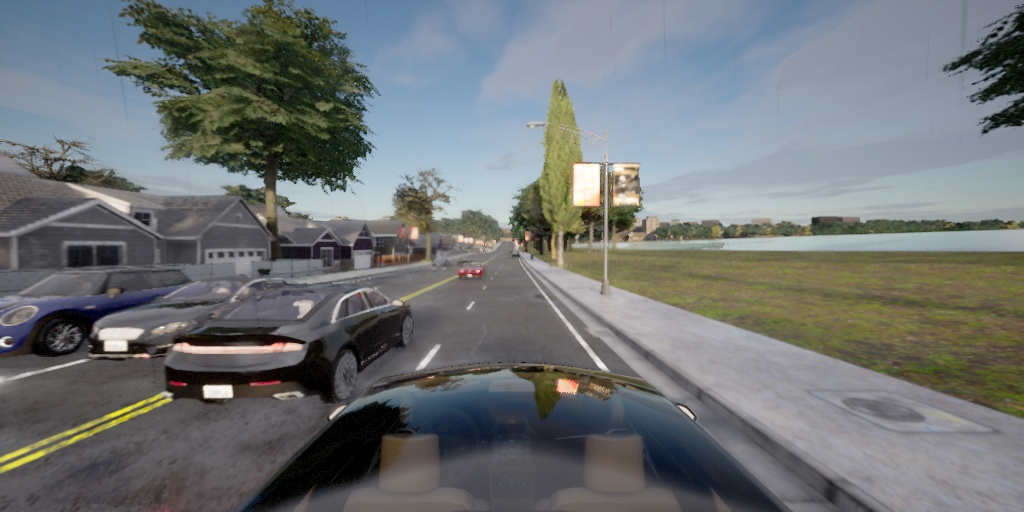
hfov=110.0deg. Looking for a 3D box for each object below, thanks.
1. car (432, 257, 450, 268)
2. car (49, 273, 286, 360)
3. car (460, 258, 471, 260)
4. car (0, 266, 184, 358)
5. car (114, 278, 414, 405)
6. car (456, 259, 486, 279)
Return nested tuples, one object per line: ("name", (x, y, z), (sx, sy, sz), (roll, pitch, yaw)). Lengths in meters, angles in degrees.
("car", (-9.827, 0.830, 50.011), (1.812, 1.442, 4.674), (0, 1, 0))
("car", (-6.601, 1.229, 8.422), (2.128, 1.511, 4.902), (0, 0, 0))
("car", (-6.578, 0.904, 50.009), (1.895, 1.301, 4.718), (0, 1, 0))
("car", (-9.851, 1.089, 8.473), (2.097, 1.767, 4.553), (0, 0, 0))
("car", (-3.150, 1.235, 6.270), (2.128, 1.511, 4.902), (0, 0, 0))
("car", (-3.152, 1.168, 29.108), (1.895, 1.301, 4.718), (0, 1, 0))
